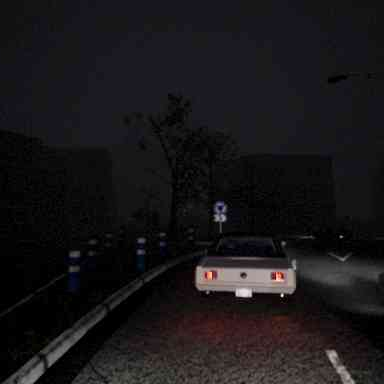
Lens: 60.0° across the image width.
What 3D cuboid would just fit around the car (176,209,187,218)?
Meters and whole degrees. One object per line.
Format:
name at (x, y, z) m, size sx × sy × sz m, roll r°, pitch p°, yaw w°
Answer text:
car at (-3.362, 6.251, 91.949) m, size 2.128 × 1.511 × 4.902 m, roll 0°, pitch 0°, yaw 3°

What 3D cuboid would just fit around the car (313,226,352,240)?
car at (12.895, 3.816, 30.941) m, size 1.895 × 1.301 × 4.718 m, roll 0°, pitch -6°, yaw 0°

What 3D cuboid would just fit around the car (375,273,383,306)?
car at (3.775, 1.560, 3.358) m, size 1.895 × 1.301 × 4.718 m, roll -1°, pitch 1°, yaw 5°

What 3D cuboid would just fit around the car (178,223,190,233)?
car at (-1.225, 5.995, 56.035) m, size 1.812 × 1.442 × 4.674 m, roll 1°, pitch -2°, yaw -13°

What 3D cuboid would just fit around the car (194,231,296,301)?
car at (1.399, 1.620, 8.302) m, size 1.895 × 1.301 × 4.718 m, roll -1°, pitch -2°, yaw 12°
